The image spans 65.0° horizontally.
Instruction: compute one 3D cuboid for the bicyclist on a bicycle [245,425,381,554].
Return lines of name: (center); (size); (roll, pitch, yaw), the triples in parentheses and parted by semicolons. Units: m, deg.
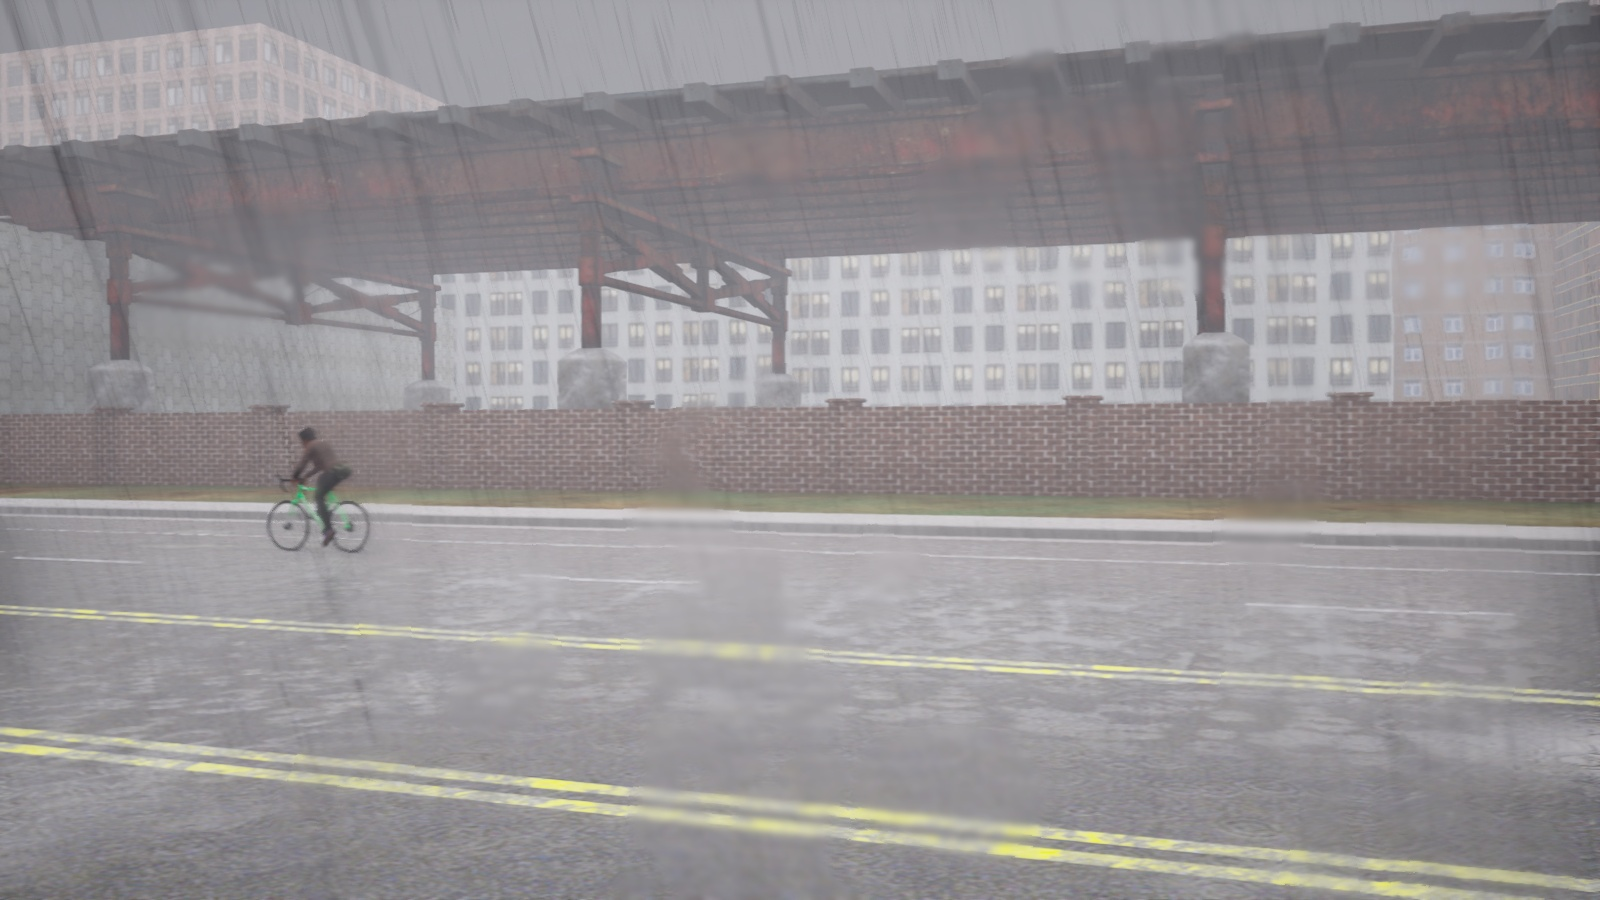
bicyclist on a bicycle: (-6.353, 0.493, 16.393); (1.656, 1.620, 0.582); (0, 1, 19)
